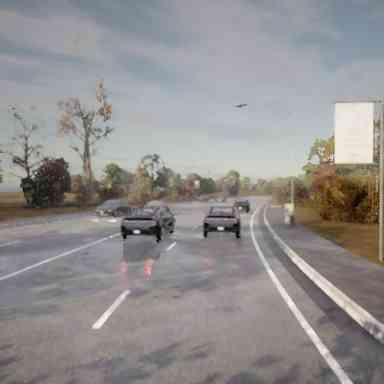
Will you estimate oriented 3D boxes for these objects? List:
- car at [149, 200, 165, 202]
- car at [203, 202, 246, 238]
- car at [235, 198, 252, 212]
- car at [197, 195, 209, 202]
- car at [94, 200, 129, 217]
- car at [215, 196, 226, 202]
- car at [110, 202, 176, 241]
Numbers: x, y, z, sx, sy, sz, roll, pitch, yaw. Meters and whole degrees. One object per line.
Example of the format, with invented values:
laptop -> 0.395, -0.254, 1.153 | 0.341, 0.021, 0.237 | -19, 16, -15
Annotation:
car -> -3.338, 1.510, 30.949 | 1.812, 1.442, 4.674 | 0, 0, 12
car -> 1.694, 1.502, 18.012 | 2.128, 1.511, 4.902 | 0, 0, 8
car -> 5.955, 1.534, 39.689 | 1.837, 1.490, 4.892 | 0, 0, 13
car -> 2.375, 1.428, 70.327 | 1.837, 1.490, 4.892 | 0, 0, 14
car -> -7.071, 1.471, 30.106 | 1.837, 1.490, 4.892 | 0, 0, 11
car -> 6.204, 1.524, 71.280 | 2.128, 1.511, 4.902 | 0, 0, 14
car -> -2.040, 1.485, 16.563 | 2.128, 1.511, 4.902 | 0, 0, 7
